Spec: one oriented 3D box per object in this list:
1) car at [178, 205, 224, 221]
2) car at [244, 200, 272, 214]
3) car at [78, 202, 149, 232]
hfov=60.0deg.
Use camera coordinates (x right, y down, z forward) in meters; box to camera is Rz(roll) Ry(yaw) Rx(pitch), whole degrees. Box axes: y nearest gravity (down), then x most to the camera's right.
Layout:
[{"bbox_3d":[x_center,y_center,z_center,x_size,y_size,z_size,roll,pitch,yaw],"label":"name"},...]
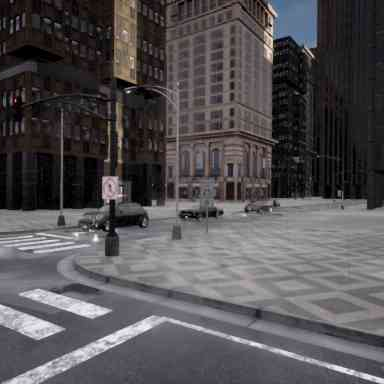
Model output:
[{"bbox_3d":[0.822,1.741,28.919,1.895,1.301,4.718,1,0,35],"label":"car"},{"bbox_3d":[7.751,1.713,38.709,1.837,1.490,4.892,1,0,35],"label":"car"},{"bbox_3d":[-4.831,1.431,20.906,2.097,1.767,4.553,1,0,35],"label":"car"}]
